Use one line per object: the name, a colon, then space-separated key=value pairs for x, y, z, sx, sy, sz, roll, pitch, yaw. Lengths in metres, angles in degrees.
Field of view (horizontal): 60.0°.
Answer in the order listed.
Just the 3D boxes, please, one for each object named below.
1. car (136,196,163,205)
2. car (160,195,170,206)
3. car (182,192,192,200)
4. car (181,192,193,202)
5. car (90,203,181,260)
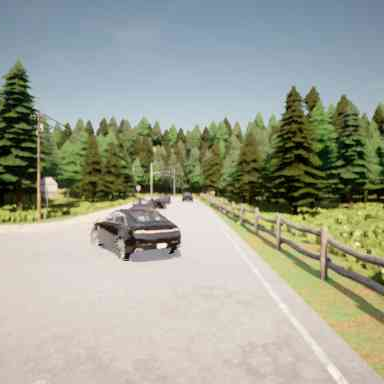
car: x=-3.670 y=1.284 z=25.960 sx=1.994 sy=1.385 sz=4.181 roll=0 pitch=1 yaw=0
car: x=-3.750 y=1.214 z=35.951 sx=1.895 sy=1.301 sz=4.718 roll=0 pitch=1 yaw=-1
car: x=-1.073 y=0.787 z=67.600 sx=1.837 sy=1.490 sz=4.892 roll=0 pitch=1 yaw=-2
car: x=-0.766 y=0.918 z=57.304 sx=1.812 sy=1.442 sz=4.674 roll=0 pitch=1 yaw=-2
car: x=-2.199 y=1.374 z=12.049 sx=2.128 sy=1.511 sz=4.902 roll=0 pitch=1 yaw=-32
